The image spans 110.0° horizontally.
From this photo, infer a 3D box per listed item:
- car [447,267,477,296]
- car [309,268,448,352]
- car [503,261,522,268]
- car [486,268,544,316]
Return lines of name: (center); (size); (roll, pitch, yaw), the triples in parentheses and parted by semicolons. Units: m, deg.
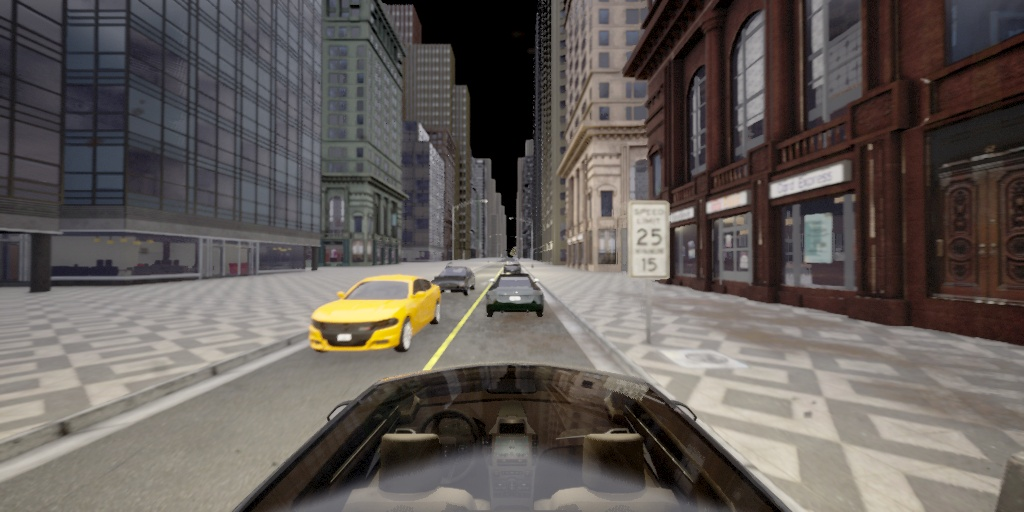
car: (-3.053, 1.302, 19.801); (2.033, 1.411, 5.357); (0, 0, 1)
car: (-3.093, 1.231, 9.123); (1.882, 1.535, 5.008); (0, 0, 0)
car: (0.059, 1.238, 37.823); (2.128, 1.511, 4.902); (0, 0, 0)
car: (0.094, 1.318, 13.427); (1.994, 1.385, 4.181); (0, 0, 0)
